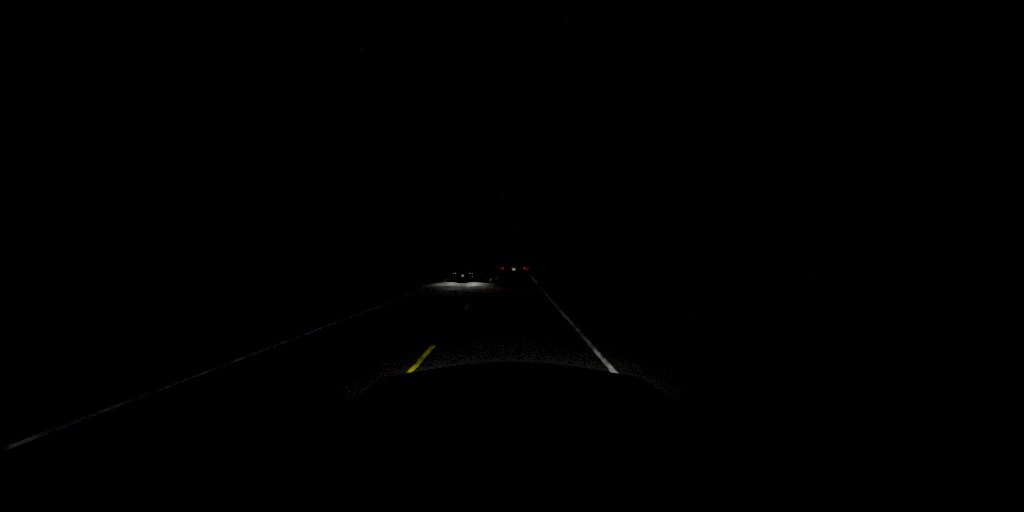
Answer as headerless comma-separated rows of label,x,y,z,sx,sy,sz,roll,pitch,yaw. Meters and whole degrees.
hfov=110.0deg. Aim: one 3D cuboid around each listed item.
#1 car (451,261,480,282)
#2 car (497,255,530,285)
car,-3.578,1.181,28.472,1.837,1.490,4.892,0,0,0
car,0.115,0.920,25.705,2.150,2.045,5.566,0,1,0
